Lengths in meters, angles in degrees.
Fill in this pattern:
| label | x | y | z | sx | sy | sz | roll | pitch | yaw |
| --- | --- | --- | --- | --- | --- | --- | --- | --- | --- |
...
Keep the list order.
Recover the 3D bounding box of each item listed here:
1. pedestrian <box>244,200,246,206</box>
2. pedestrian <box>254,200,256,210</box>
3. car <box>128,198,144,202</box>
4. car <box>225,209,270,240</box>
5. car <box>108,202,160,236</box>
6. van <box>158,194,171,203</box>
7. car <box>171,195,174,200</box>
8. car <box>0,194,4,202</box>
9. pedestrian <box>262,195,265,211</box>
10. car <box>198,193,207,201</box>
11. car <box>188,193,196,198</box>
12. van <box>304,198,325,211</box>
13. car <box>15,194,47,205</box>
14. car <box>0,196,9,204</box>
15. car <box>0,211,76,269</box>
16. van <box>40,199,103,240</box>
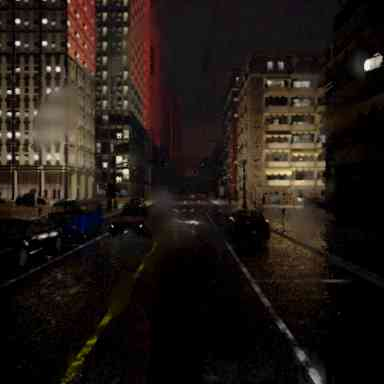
| label | x | y | z | sx | sy | sz | roll | pitch | yaw |
| --- | --- | --- | --- | --- | --- | --- | --- | --- | --- |
| pedestrian | 6.134 | 1.460 | 38.858 | 0.500 | 1.100 | 0.500 | 0 | 0 | 0 |
| pedestrian | 7.133 | 1.527 | 37.658 | 0.375 | 1.300 | 0.375 | 0 | 0 | 0 |
| car | -5.693 | 1.386 | 33.522 | 1.967 | 1.590 | 4.097 | 0 | 0 | 0 |
| car | 2.689 | 1.522 | 16.576 | 2.008 | 1.369 | 4.403 | 0 | 0 | 0 |
| car | -3.100 | 1.515 | 18.357 | 2.033 | 1.411 | 5.357 | 0 | 0 | 0 |
| van | -5.694 | 1.246 | 65.996 | 1.690 | 1.788 | 3.998 | 0 | 0 | 0 |
| car | -5.695 | 1.410 | 88.030 | 1.752 | 1.417 | 4.829 | 0 | 0 | 0 |
| car | -32.365 | 0.899 | 52.654 | 4.206 | 1.307 | 1.802 | 1 | -1 | 0 |
| pedestrian | 8.133 | 1.272 | 38.257 | 0.375 | 1.860 | 0.375 | 0 | 0 | 0 |
| car | 2.685 | 1.205 | 82.651 | 2.192 | 1.841 | 5.009 | 0 | 0 | 0 |
| car | -0.003 | 1.054 | 89.636 | 2.097 | 1.767 | 4.553 | 0 | 0 | 0 |
| van | 16.928 | 1.635 | 44.256 | 3.998 | 1.788 | 1.690 | 1 | -1 | 0 |
| car | -21.133 | 0.998 | 44.303 | 4.097 | 1.590 | 1.967 | 1 | -1 | 0 |
| car | -26.710 | 1.032 | 44.287 | 4.206 | 1.307 | 1.802 | 1 | -1 | 0 |
| car | -5.691 | 1.531 | 10.928 | 2.008 | 1.369 | 4.403 | 0 | 0 | 0 |
| van | -5.692 | 1.312 | 16.576 | 1.690 | 1.788 | 3.998 | 0 | 0 | 0 |
